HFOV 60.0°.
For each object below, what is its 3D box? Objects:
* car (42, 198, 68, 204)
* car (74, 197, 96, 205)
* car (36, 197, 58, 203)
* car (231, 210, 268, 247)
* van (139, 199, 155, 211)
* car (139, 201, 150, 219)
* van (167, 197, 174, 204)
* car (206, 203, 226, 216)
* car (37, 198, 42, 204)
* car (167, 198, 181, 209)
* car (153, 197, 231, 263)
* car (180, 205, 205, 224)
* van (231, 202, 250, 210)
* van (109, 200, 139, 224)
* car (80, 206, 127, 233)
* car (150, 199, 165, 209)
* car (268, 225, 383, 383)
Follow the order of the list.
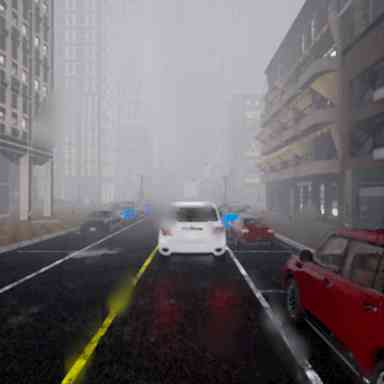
[{"bbox_3d":[-26.669,1.786,65.849,4.206,1.307,1.802,1,-2,0],"label":"car"},{"bbox_3d":[-21.092,1.751,65.862,4.097,1.590,1.967,1,-2,0],"label":"car"},{"bbox_3d":[-32.319,1.754,74.220,4.206,1.307,1.802,1,-2,0],"label":"car"},{"bbox_3d":[2.699,1.739,15.522,1.802,1.307,4.206,0,-1,0],"label":"car"},{"bbox_3d":[-5.668,1.730,38.123,1.690,1.788,3.998,0,-1,0],"label":"van"},{"bbox_3d":[-5.671,1.881,32.473,2.008,1.369,4.403,0,-1,0],"label":"car"},{"bbox_3d":[-5.640,2.259,87.541,1.690,1.788,3.998,0,-1,0],"label":"van"},{"bbox_3d":[2.713,1.940,38.116,2.008,1.369,4.403,0,-1,0],"label":"car"},{"bbox_3d":[-32.238,1.412,65.849,5.009,1.841,2.192,1,-2,0],"label":"car"},{"bbox_3d":[-2.985,1.935,56.642,2.097,1.767,4.553,0,0,0],"label":"car"},{"bbox_3d":[0.017,1.352,12.572,2.150,2.045,5.566,0,0,0],"label":"car"},{"bbox_3d":[0.035,1.853,28.457,1.994,1.385,4.181,0,-1,1],"label":"car"},{"bbox_3d":[2.703,1.555,21.173,1.690,1.788,3.998,0,-1,0],"label":"van"},{"bbox_3d":[-5.675,1.613,26.827,1.690,1.788,3.998,0,-1,0],"label":"van"},{"bbox_3d":[-5.678,1.780,21.176,1.947,1.339,4.313,0,-1,0],"label":"car"},{"bbox_3d":[-5.659,2.008,55.067,1.967,1.590,4.097,0,-1,0],"label":"car"},{"bbox_3d":[2.693,1.359,4.228,2.192,1.841,5.009,0,-1,0],"label":"car"}]
